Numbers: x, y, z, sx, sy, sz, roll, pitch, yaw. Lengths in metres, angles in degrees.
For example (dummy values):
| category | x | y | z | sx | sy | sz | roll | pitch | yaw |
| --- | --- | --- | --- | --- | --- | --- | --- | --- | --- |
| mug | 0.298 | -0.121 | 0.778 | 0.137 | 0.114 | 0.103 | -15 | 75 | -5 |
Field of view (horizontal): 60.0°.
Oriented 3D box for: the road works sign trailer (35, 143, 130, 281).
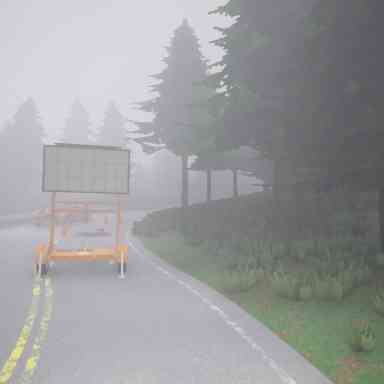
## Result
| category | x | y | z | sx | sy | sz | roll | pitch | yaw |
| --- | --- | --- | --- | --- | --- | --- | --- | --- | --- |
| road works sign trailer | -3.093 | 0.424 | 9.792 | 2.380 | 3.560 | 2.880 | 2 | 0 | -15 |

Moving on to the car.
| category | x | y | z | sx | sy | sz | roll | pitch | yaw |
| --- | --- | --- | --- | --- | --- | --- | --- | --- | --- |
| car | -8.275 | 1.211 | 21.228 | 2.097 | 1.767 | 4.553 | 0 | 0 | 0 |

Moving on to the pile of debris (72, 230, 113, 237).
| category | x | y | z | sx | sy | sz | roll | pitch | yaw |
| --- | --- | --- | --- | --- | --- | --- | --- | --- | --- |
| pile of debris | -4.929 | 2.058 | 16.583 | 1.860 | 0.140 | 1.500 | 1 | 1 | -14 |
